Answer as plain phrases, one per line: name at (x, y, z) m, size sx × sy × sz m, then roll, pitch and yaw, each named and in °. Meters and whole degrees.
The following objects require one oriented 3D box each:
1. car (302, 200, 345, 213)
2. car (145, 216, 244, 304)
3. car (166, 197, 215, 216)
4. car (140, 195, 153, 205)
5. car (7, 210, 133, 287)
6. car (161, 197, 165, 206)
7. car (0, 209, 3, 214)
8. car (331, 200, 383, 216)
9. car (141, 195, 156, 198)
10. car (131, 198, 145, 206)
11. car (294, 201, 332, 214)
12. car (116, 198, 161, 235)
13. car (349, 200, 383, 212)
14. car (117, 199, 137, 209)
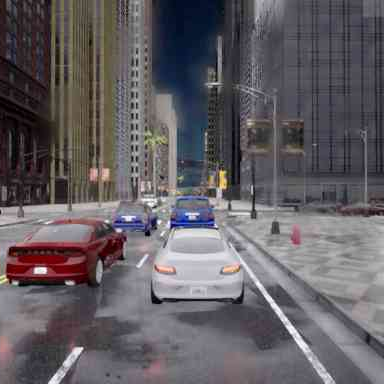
car at (15.213, 1.658, 38.635) m, size 4.313 × 1.339 × 1.947 m, roll 0°, pitch 0°, yaw -1°
car at (0.105, 1.533, 8.020) m, size 1.812 × 1.442 × 4.674 m, roll 0°, pitch 0°, yaw 0°
car at (0.039, 1.255, 17.722) m, size 2.150 × 2.045 × 5.566 m, roll 0°, pitch 0°, yaw 1°
car at (-9.697, 1.601, 71.360) m, size 2.150 × 2.045 × 5.566 m, roll 0°, pitch 0°, yaw 0°
car at (-3.145, 1.488, 9.392) m, size 1.882 × 1.535 × 5.008 m, roll 0°, pitch 0°, yaw 0°
car at (-6.525, 1.798, 60.630) m, size 1.837 × 1.490 × 4.892 m, roll 0°, pitch 0°, yaw 1°
car at (-21.378, 1.715, 32.164) m, size 5.357 × 1.411 × 2.033 m, roll 0°, pitch -1°, yaw 0°
car at (15.337, 1.574, 30.112) m, size 4.206 × 1.307 × 1.802 m, roll 0°, pitch 0°, yaw -1°
car at (-6.561, 1.447, 50.918) m, size 2.150 × 2.045 × 5.566 m, roll 0°, pitch 0°, yaw 0°
car at (-9.774, 1.820, 60.786) m, size 1.812 × 1.442 × 4.674 m, roll 0°, pitch 0°, yaw 1°
car at (13.224, 1.631, 35.852) m, size 4.181 × 1.385 × 1.994 m, roll 0°, pitch -1°, yaw -1°
car at (-3.136, 1.389, 18.618) m, size 2.097 × 1.767 × 4.553 m, roll 0°, pitch 0°, yaw 0°
car at (20.853, 1.639, 38.719) m, size 4.313 × 1.339 × 1.947 m, roll 0°, pitch 0°, yaw -1°
car at (-9.810, 1.772, 50.877) m, size 2.033 × 1.411 × 5.357 m, roll 0°, pitch 0°, yaw 0°
